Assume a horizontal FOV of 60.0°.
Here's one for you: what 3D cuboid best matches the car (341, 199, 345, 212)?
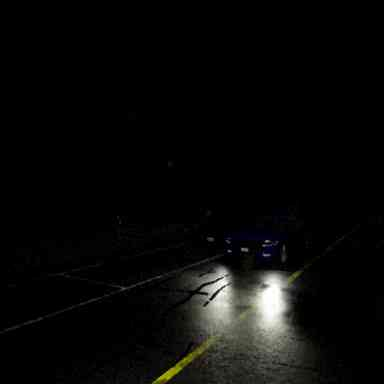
[{"bbox_3d":[16.621,1.442,38.804,1.967,1.590,4.097,0,0,32],"label":"car"}]

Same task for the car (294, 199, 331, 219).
[{"bbox_3d":[10.740,1.583,29.450,1.802,1.307,4.206,0,0,32],"label":"car"}]

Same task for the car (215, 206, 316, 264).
[{"bbox_3d":[2.926,1.478,12.201,1.882,1.535,5.008,0,0,32],"label":"car"}]

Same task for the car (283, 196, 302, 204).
[{"bbox_3d":[18.773,1.571,64.960,5.357,1.411,2.033,0,0,33],"label":"car"}]

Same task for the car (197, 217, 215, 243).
[{"bbox_3d":[1.917,1.566,15.417,1.947,1.339,4.313,0,0,32],"label":"car"}]

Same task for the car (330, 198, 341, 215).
[{"bbox_3d":[13.680,1.567,34.127,1.947,1.339,4.313,0,0,32],"label":"car"}]
